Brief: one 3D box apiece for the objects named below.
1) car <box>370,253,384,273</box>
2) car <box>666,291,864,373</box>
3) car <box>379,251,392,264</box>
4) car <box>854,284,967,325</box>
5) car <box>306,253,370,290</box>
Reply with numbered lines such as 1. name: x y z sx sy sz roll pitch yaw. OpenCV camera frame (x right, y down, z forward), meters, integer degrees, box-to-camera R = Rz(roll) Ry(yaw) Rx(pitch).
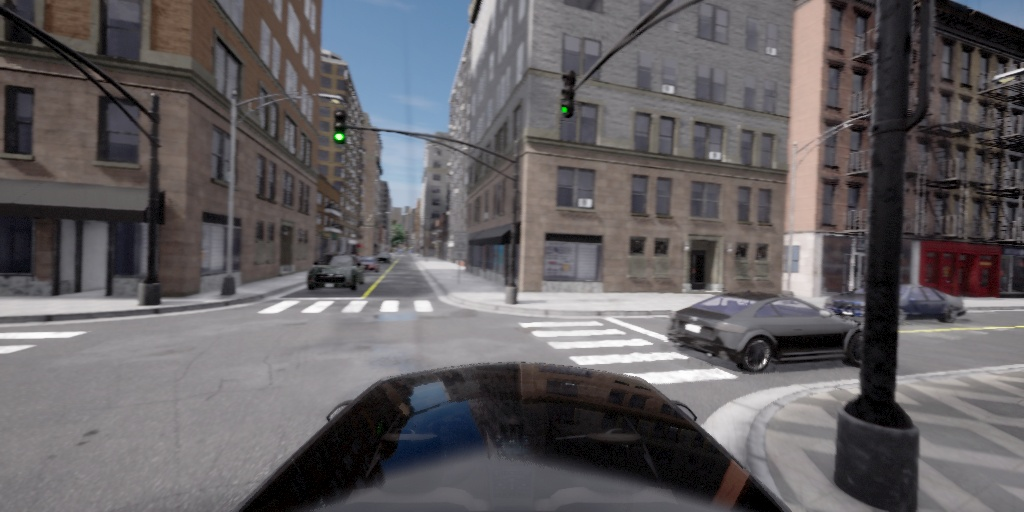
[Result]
1. car: -12.383 0.676 30.683 1.994 1.385 4.181 2 0 -16
2. car: 5.556 1.492 7.795 4.181 1.385 1.994 2 0 -16
3. car: -18.069 0.129 50.441 2.097 1.767 4.553 2 1 -16
4. car: 14.709 1.772 13.736 5.357 1.411 2.033 2 0 -16
5. car: -8.693 0.681 18.064 2.097 1.767 4.553 2 0 -16
